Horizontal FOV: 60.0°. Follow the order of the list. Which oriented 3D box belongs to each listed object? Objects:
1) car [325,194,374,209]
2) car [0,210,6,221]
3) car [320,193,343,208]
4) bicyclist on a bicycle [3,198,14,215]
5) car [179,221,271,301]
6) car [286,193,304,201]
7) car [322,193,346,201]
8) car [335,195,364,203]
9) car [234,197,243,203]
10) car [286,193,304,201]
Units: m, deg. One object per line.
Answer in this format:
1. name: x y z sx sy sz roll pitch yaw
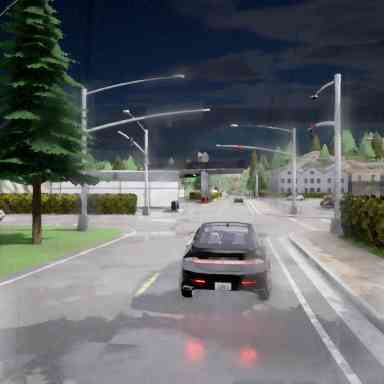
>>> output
1. car: 18.312 1.339 38.623 4.514 1.523 2.007 0 0 8
2. car: -16.566 1.526 25.214 4.674 1.442 1.812 0 0 8
3. car: 18.696 1.330 41.736 5.027 1.636 2.152 0 0 8
4. bicyclist on a bicycle: -17.942 1.453 32.551 0.582 1.620 1.656 0 0 7
5. car: 0.890 1.492 8.417 2.128 1.511 4.902 0 0 8
6. car: 24.474 1.077 78.876 3.866 1.878 1.905 0 0 8
7. car: 31.809 1.097 74.528 4.605 1.855 1.932 0 0 8
8. car: 29.373 1.298 62.291 4.514 1.523 2.007 0 0 8
9. car: 9.478 1.601 67.403 1.895 1.301 4.718 0 0 8
10. car: 23.406 1.361 75.668 3.806 1.475 1.970 0 0 8
